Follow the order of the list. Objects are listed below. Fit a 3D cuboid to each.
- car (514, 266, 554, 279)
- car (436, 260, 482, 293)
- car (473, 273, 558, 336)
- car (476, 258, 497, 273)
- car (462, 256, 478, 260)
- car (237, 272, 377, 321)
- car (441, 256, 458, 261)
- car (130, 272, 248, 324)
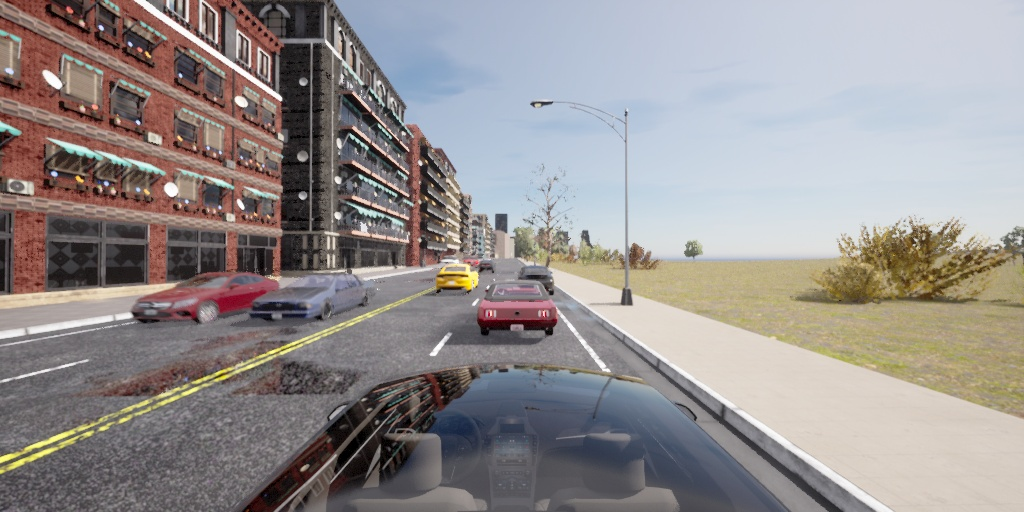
[{"bbox_3d":[1.211,1.251,19.606,1.837,1.490,4.892,0,0,0],"label":"car"},{"bbox_3d":[-3.072,1.223,20.785,1.882,1.535,5.008,0,0,0],"label":"car"},{"bbox_3d":[0.136,1.349,10.406,1.895,1.301,4.718,0,0,0],"label":"car"},{"bbox_3d":[-2.976,1.241,43.454,1.837,1.490,4.892,0,0,0],"label":"car"},{"bbox_3d":[-6.370,0.952,55.385,2.150,2.045,5.566,0,0,0],"label":"car"},{"bbox_3d":[-6.556,1.295,12.666,2.033,1.411,5.357,0,0,0],"label":"car"},{"bbox_3d":[-9.622,0.952,55.339,2.150,2.045,5.566,0,0,0],"label":"car"},{"bbox_3d":[-9.808,1.273,12.073,1.812,1.442,4.674,0,0,0],"label":"car"}]
